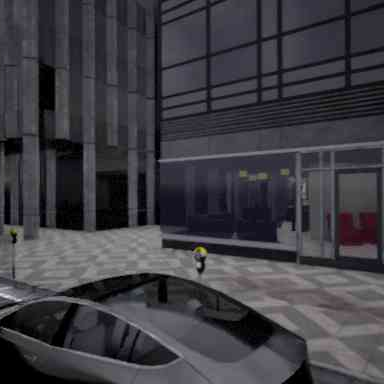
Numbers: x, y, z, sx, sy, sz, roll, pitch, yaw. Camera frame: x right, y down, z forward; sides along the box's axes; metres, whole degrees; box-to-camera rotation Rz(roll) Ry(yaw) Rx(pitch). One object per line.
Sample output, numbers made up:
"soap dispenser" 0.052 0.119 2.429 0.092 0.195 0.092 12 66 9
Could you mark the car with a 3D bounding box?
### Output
"car" -0.930 1.596 3.624 4.313 1.339 1.947 -1 0 36
